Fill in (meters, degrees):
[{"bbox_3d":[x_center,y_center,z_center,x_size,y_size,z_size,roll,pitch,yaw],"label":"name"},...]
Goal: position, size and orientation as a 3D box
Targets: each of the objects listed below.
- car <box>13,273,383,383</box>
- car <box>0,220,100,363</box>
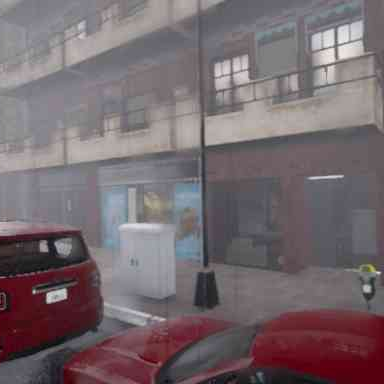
[{"bbox_3d":[0.909,1.550,2.243,4.507,1.381,1.887,-1,-2,36],"label":"car"},{"bbox_3d":[-3.602,1.381,5.464,5.009,1.841,2.192,-1,-2,36],"label":"car"}]
